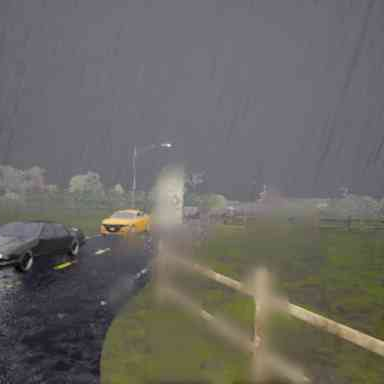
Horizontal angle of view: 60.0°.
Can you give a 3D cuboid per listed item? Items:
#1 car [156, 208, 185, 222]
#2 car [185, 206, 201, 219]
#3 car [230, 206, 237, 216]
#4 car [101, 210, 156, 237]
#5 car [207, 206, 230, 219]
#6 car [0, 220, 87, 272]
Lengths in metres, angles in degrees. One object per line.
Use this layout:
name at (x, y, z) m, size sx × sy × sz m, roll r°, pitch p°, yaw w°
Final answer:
car at (-2.326, 2.325, 31.148) m, size 1.895 × 1.301 × 4.718 m, roll 1°, pitch -1°, yaw 12°
car at (-0.140, 2.528, 40.940) m, size 1.837 × 1.490 × 4.892 m, roll 1°, pitch -1°, yaw 14°
car at (6.001, 3.026, 53.152) m, size 1.812 × 1.442 × 4.674 m, roll 1°, pitch -1°, yaw 17°
car at (-4.121, 1.911, 21.362) m, size 1.882 × 1.535 × 5.008 m, roll 2°, pitch -1°, yaw 9°
car at (3.271, 2.773, 42.857) m, size 1.895 × 1.301 × 4.718 m, roll 1°, pitch -1°, yaw 15°
car at (-5.553, 1.698, 11.635) m, size 2.033 × 1.411 × 5.357 m, roll 2°, pitch -1°, yaw 7°
